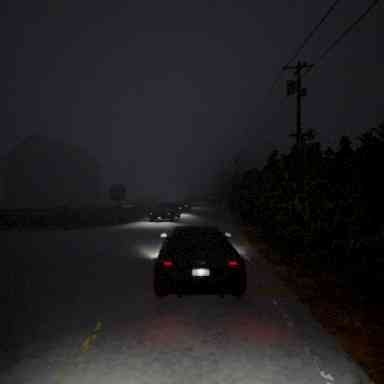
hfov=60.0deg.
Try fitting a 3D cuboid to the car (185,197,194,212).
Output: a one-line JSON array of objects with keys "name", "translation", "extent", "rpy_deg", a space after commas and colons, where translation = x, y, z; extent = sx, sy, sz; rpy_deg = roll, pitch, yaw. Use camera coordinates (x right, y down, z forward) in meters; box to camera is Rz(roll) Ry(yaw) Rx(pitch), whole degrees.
[{"name": "car", "translation": [-1.158, 1.543, 37.087], "extent": [1.895, 1.301, 4.718], "rpy_deg": [0, 0, 5]}]

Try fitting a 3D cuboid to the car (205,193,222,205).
[{"name": "car", "translation": [3.808, 1.132, 55.616], "extent": [2.150, 2.045, 5.566], "rpy_deg": [0, 0, 5]}]

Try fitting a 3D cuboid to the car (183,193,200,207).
[{"name": "car", "translation": [-0.016, 1.144, 50.494], "extent": [2.150, 2.045, 5.566], "rpy_deg": [0, 0, 5]}]

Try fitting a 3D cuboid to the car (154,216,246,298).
[{"name": "car", "translation": [0.115, 1.550, 8.557], "extent": [1.994, 1.385, 4.181], "rpy_deg": [0, 0, -2]}]

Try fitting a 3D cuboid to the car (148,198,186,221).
[{"name": "car", "translation": [-2.063, 1.505, 26.959], "extent": [2.033, 1.411, 5.357], "rpy_deg": [0, 0, 7]}]
